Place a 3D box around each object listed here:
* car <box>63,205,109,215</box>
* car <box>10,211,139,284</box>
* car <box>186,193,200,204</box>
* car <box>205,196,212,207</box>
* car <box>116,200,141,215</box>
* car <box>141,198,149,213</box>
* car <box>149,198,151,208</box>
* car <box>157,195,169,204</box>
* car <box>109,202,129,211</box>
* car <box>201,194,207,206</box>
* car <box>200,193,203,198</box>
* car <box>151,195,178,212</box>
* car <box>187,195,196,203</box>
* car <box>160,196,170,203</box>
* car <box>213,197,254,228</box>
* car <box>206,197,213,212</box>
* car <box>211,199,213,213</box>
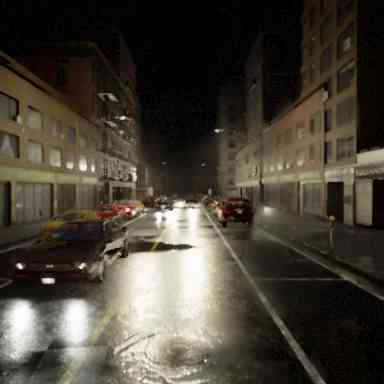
[{"bbox_3d":[-5.694,1.498,16.399,1.752,1.417,4.829,0,0,0],"label":"car"},{"bbox_3d":[-3.102,1.529,9.842,2.033,1.411,5.357,0,0,0],"label":"car"},{"bbox_3d":[-0.075,1.318,60.827,2.097,1.767,4.553,0,0,0],"label":"car"},{"bbox_3d":[2.801,1.501,38.568,1.887,1.381,4.507,-1,0,0],"label":"car"},{"bbox_3d":[-5.710,1.402,27.563,1.967,1.590,4.097,-1,0,0],"label":"car"},{"bbox_3d":[-5.716,1.485,32.889,1.752,1.417,4.829,-1,0,0],"label":"car"},{"bbox_3d":[-5.731,1.504,44.053,1.887,1.381,4.507,-1,0,0],"label":"car"},{"bbox_3d":[-5.761,1.413,66.041,1.967,1.590,4.097,-1,0,0],"label":"car"},{"bbox_3d":[-5.701,1.549,22.066,1.802,1.307,4.206,-1,0,0],"label":"car"},{"bbox_3d":[2.786,1.398,49.561,1.967,1.590,4.097,-1,0,0],"label":"car"},{"bbox_3d":[2.778,1.400,55.058,1.967,1.590,4.097,-1,0,0],"label":"car"},{"bbox_3d":[-3.104,1.451,38.502,2.128,1.511,4.902,0,0,0],"label":"car"},{"bbox_3d":[-0.089,1.476,70.164,1.837,1.490,4.892,0,0,0],"label":"car"},{"bbox_3d":[-5.767,1.545,71.537,1.947,1.339,4.313,-1,0,0],"label":"car"},{"bbox_3d":[2.822,1.279,22.077,2.192,1.841,5.009,-1,0,0],"label":"car"},{"bbox_3d":[2.809,1.508,33.071,2.008,1.369,4.403,-1,0,0],"label":"car"},{"bbox_3d":[2.815,1.485,27.745,1.752,1.417,4.829,-1,0,0],"label":"car"}]
